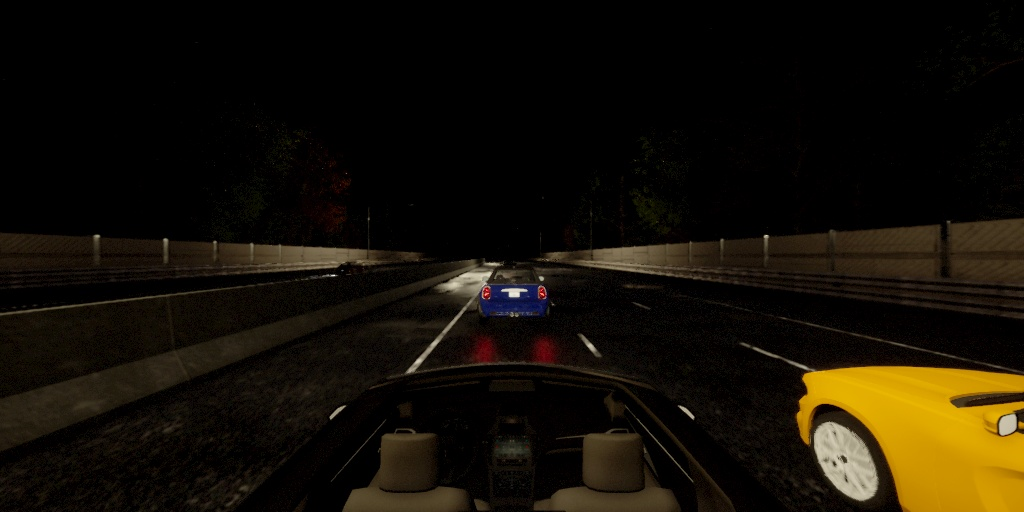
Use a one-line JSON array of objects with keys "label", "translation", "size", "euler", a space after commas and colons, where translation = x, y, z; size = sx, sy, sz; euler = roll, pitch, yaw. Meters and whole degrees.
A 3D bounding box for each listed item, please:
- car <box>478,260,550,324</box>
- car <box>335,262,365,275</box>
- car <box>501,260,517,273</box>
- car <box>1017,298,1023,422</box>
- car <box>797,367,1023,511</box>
[{"label": "car", "translation": [0.055, 1.106, 12.191], "size": [2.097, 1.767, 4.553], "euler": [0, 0, 0]}, {"label": "car", "translation": [-17.929, 1.347, 39.814], "size": [1.994, 1.385, 4.181], "euler": [0, 0, -1]}, {"label": "car", "translation": [-0.436, 1.270, 44.232], "size": [1.837, 1.490, 4.892], "euler": [0, 0, -1]}, {"label": "car", "translation": [7.093, 1.253, 1.939], "size": [1.837, 1.490, 4.892], "euler": [0, 0, 0]}, {"label": "car", "translation": [3.593, 1.227, 1.281], "size": [1.882, 1.535, 5.008], "euler": [0, 0, 0]}]
